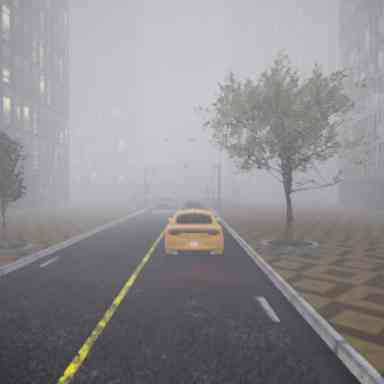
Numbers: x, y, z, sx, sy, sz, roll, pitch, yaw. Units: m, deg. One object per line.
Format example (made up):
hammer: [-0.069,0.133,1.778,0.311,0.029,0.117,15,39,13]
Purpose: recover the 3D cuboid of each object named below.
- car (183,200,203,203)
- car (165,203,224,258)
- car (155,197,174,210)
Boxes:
car: [0.084,1.355,29.265,1.994,1.385,4.181,0,0,0]
car: [0.077,1.385,12.450,1.882,1.535,5.008,0,1,0]
car: [-3.064,1.280,38.191,2.033,1.411,5.357,0,0,0]
